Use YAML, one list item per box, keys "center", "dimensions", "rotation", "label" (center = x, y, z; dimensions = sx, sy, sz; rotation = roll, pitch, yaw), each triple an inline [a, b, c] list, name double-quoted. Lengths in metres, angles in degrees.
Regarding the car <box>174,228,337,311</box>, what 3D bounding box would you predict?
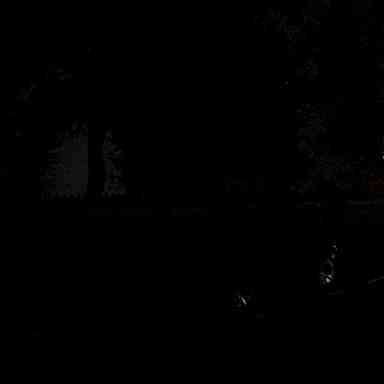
- center: [1.630, 1.549, 7.726]
  dimensions: [4.313, 1.339, 1.947]
  rotation: [0, 0, -36]
  label: "car"
